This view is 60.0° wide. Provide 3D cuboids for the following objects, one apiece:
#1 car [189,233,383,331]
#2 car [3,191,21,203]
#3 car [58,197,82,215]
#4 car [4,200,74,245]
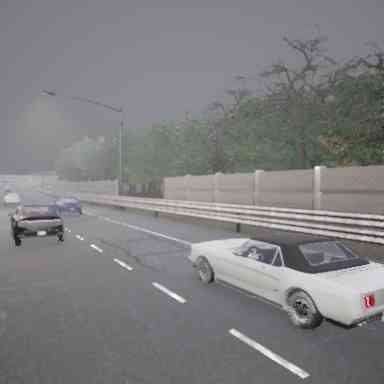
[{"bbox_3d":[1.807,1.511,6.863,1.895,1.301,4.718,0,1,-30],"label":"car"},{"bbox_3d":[-23.122,0.948,42.838,1.812,1.442,4.674,0,1,-30],"label":"car"},{"bbox_3d":[-10.603,1.152,28.285,1.812,1.442,4.674,0,1,-30],"label":"car"},{"bbox_3d":[-6.884,1.300,14.640,2.128,1.511,4.902,0,1,-30],"label":"car"}]
